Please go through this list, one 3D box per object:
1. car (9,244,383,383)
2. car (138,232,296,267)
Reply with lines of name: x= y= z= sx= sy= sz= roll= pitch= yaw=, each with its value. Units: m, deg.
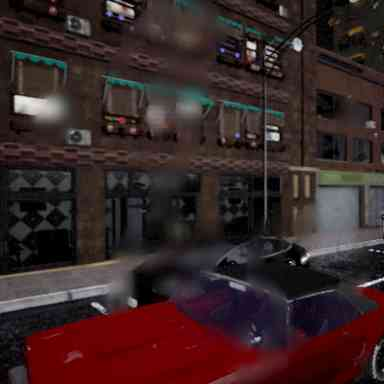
car: x=0.618 y=1.609 z=3.811 sx=4.718 sy=1.301 sz=1.895 roll=0 pitch=0 yaw=-35
car: x=0.738 y=1.579 z=7.096 sx=4.313 sy=1.339 sz=1.947 roll=0 pitch=-1 yaw=-36
